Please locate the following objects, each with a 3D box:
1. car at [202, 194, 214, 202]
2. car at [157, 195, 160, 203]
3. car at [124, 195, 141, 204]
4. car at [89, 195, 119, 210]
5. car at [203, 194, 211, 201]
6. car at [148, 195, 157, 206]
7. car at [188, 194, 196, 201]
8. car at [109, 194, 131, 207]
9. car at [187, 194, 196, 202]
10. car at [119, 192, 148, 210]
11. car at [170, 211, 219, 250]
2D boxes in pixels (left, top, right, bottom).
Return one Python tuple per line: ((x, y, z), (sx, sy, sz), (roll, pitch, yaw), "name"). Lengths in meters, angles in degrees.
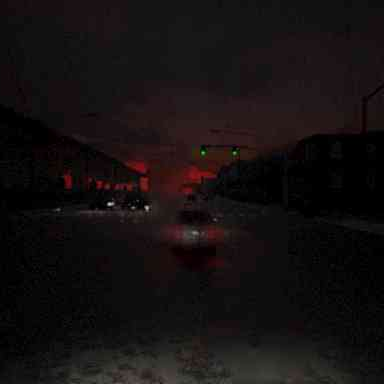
((3.451, 1.300, 67.878), (1.994, 1.385, 4.181), (0, 0, 0), "car")
((-7.045, 1.271, 61.085), (1.837, 1.490, 4.892), (0, 0, 0), "car")
((-10.544, 1.265, 59.122), (2.128, 1.511, 4.902), (0, 0, 0), "car")
((-10.615, 1.395, 39.703), (2.033, 1.411, 5.357), (0, 0, 0), "car")
((3.442, 1.227, 77.819), (1.812, 1.442, 4.674), (0, 0, 0), "car")
((-7.049, 1.353, 50.821), (2.033, 1.411, 5.357), (0, 0, 0), "car")
((-0.058, 1.203, 77.824), (1.837, 1.490, 4.892), (0, 0, 0), "car")
((-10.563, 1.164, 49.097), (2.097, 1.767, 4.553), (0, 0, 0), "car")
((-0.050, 1.290, 67.273), (2.033, 1.411, 5.357), (0, 0, 0), "car")
((-7.118, 1.066, 40.579), (2.150, 2.045, 5.566), (0, 0, 0), "car")
((0.089, 1.493, 13.976), (2.033, 1.411, 5.357), (0, 0, 0), "car")
